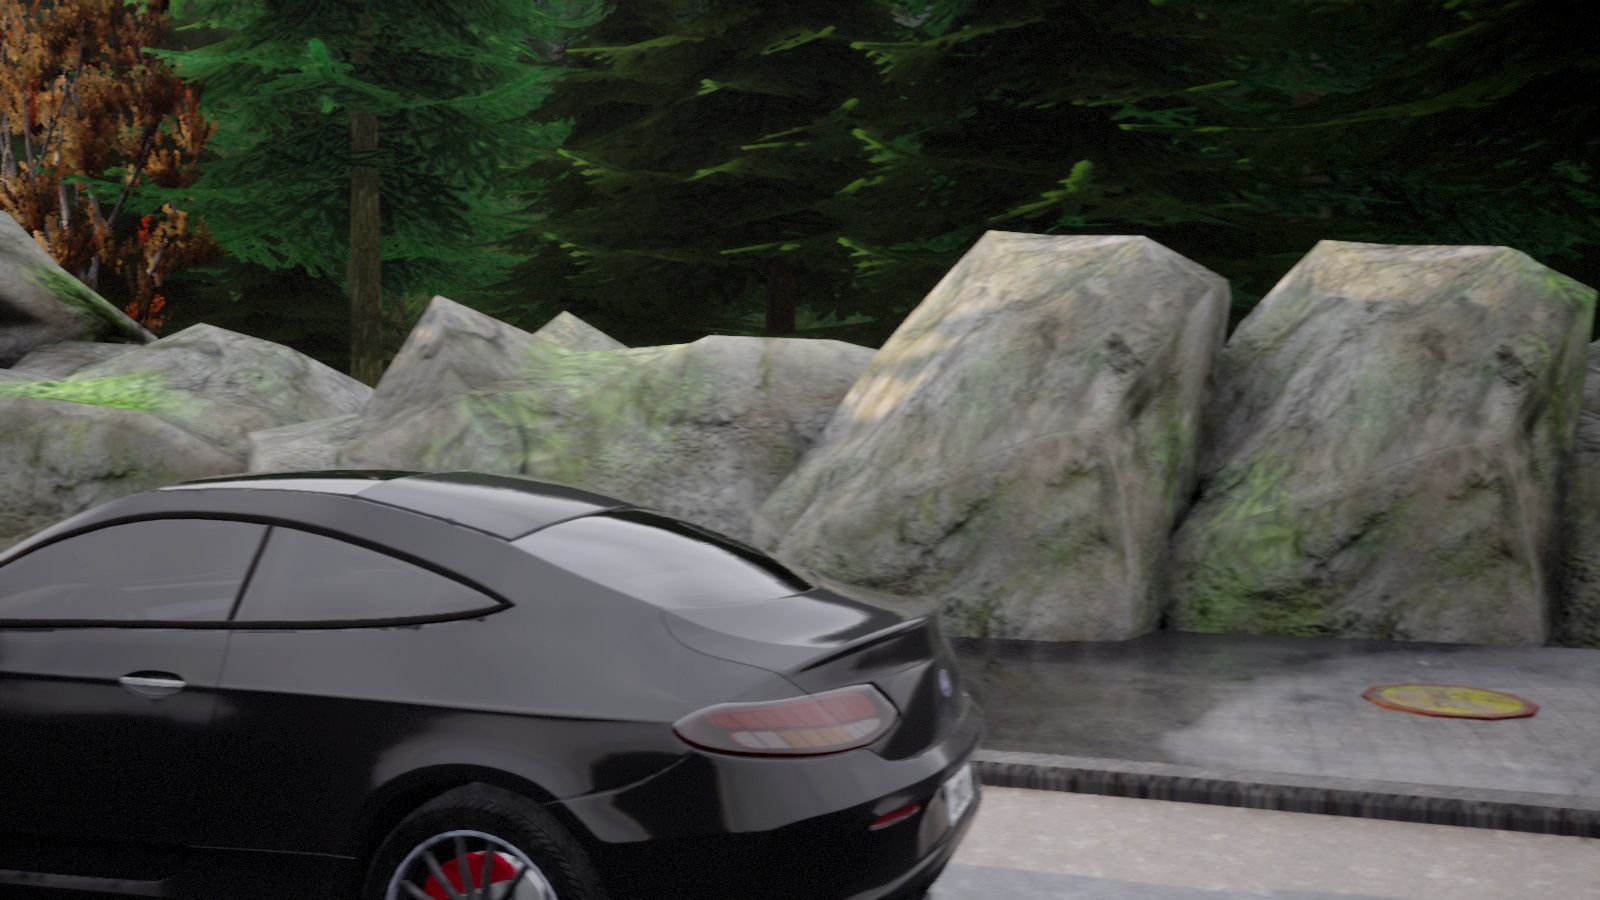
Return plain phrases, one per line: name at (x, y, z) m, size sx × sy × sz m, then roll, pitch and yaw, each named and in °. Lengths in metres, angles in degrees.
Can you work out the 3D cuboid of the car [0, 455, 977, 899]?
car at (-1.879, 0.775, 4.354) m, size 4.674 × 1.442 × 1.812 m, roll 1°, pitch 1°, yaw 19°
